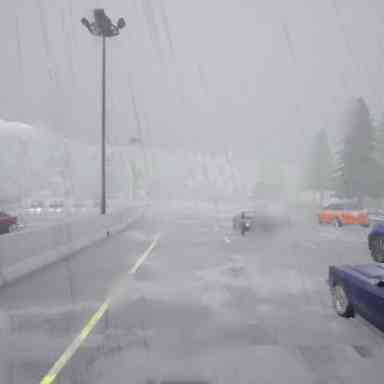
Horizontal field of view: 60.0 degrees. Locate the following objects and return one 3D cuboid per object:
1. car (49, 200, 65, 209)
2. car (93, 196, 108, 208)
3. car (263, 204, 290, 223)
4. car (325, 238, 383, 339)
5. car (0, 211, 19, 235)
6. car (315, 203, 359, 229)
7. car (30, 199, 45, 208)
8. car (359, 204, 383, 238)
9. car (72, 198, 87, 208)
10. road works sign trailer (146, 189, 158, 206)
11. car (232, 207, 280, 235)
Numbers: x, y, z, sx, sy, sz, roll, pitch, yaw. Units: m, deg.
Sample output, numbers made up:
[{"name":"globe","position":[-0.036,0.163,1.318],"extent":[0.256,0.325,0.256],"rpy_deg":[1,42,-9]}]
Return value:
[{"name":"car","position":[-22.466,2.039,55.423],"extent":[1.994,1.385,4.181],"rpy_deg":[0,-1,-15]},{"name":"car","position":[-15.638,1.714,57.043],"extent":[2.150,2.045,5.566],"rpy_deg":[0,-1,-14]},{"name":"car","position":[6.790,1.769,28.101],"extent":[1.812,1.442,4.674],"rpy_deg":[0,0,-3]},{"name":"car","position":[3.597,1.641,4.568],"extent":[1.895,1.301,4.718],"rpy_deg":[0,0,0]},{"name":"car","position":[-10.642,1.621,16.595],"extent":[1.882,1.535,5.008],"rpy_deg":[0,-1,0]},{"name":"car","position":[10.465,1.555,23.563],"extent":[2.097,1.767,4.553],"rpy_deg":[0,-1,-2]},{"name":"car","position":[-26.755,2.002,57.811],"extent":[2.128,1.511,4.902],"rpy_deg":[0,-1,-16]},{"name":"car","position":[7.099,1.302,9.034],"extent":[2.150,2.045,5.566],"rpy_deg":[0,0,0]},{"name":"car","position":[-19.377,1.847,57.399],"extent":[2.097,1.767,4.553],"rpy_deg":[0,-1,-15]},{"name":"road works sign trailer","position":[-8.618,1.070,70.253],"extent":[2.380,3.560,2.880],"rpy_deg":[0,-1,-21]},{"name":"car","position":[3.563,1.774,19.930],"extent":[1.895,1.301,4.718],"rpy_deg":[0,0,-1]}]
